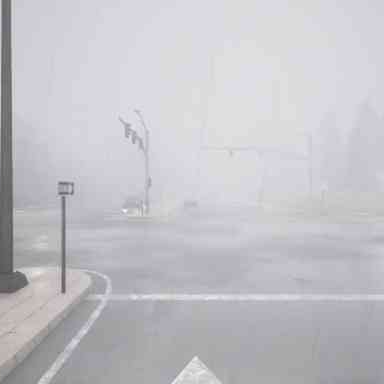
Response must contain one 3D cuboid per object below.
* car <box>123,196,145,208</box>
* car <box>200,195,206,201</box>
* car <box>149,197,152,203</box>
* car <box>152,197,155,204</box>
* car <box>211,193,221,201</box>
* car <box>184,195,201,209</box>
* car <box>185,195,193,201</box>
[{"bbox_3d":[-8.263,1.352,46.729,2.097,1.767,4.553,0,0,-1],"label":"car"},{"bbox_3d":[2.727,1.524,85.886,1.812,1.442,4.674,0,0,-1],"label":"car"},{"bbox_3d":[-8.391,1.505,55.763,1.837,1.490,4.892,0,0,-1],"label":"car"},{"bbox_3d":[-8.491,1.601,65.707,1.895,1.301,4.718,0,0,0],"label":"car"},{"bbox_3d":[6.227,1.225,85.894,2.150,2.045,5.566,0,0,-1],"label":"car"},{"bbox_3d":[-0.135,1.525,44.781,1.812,1.442,4.674,0,0,-1],"label":"car"},{"bbox_3d":[-0.772,1.500,85.824,1.837,1.490,4.892,0,0,-1],"label":"car"}]
